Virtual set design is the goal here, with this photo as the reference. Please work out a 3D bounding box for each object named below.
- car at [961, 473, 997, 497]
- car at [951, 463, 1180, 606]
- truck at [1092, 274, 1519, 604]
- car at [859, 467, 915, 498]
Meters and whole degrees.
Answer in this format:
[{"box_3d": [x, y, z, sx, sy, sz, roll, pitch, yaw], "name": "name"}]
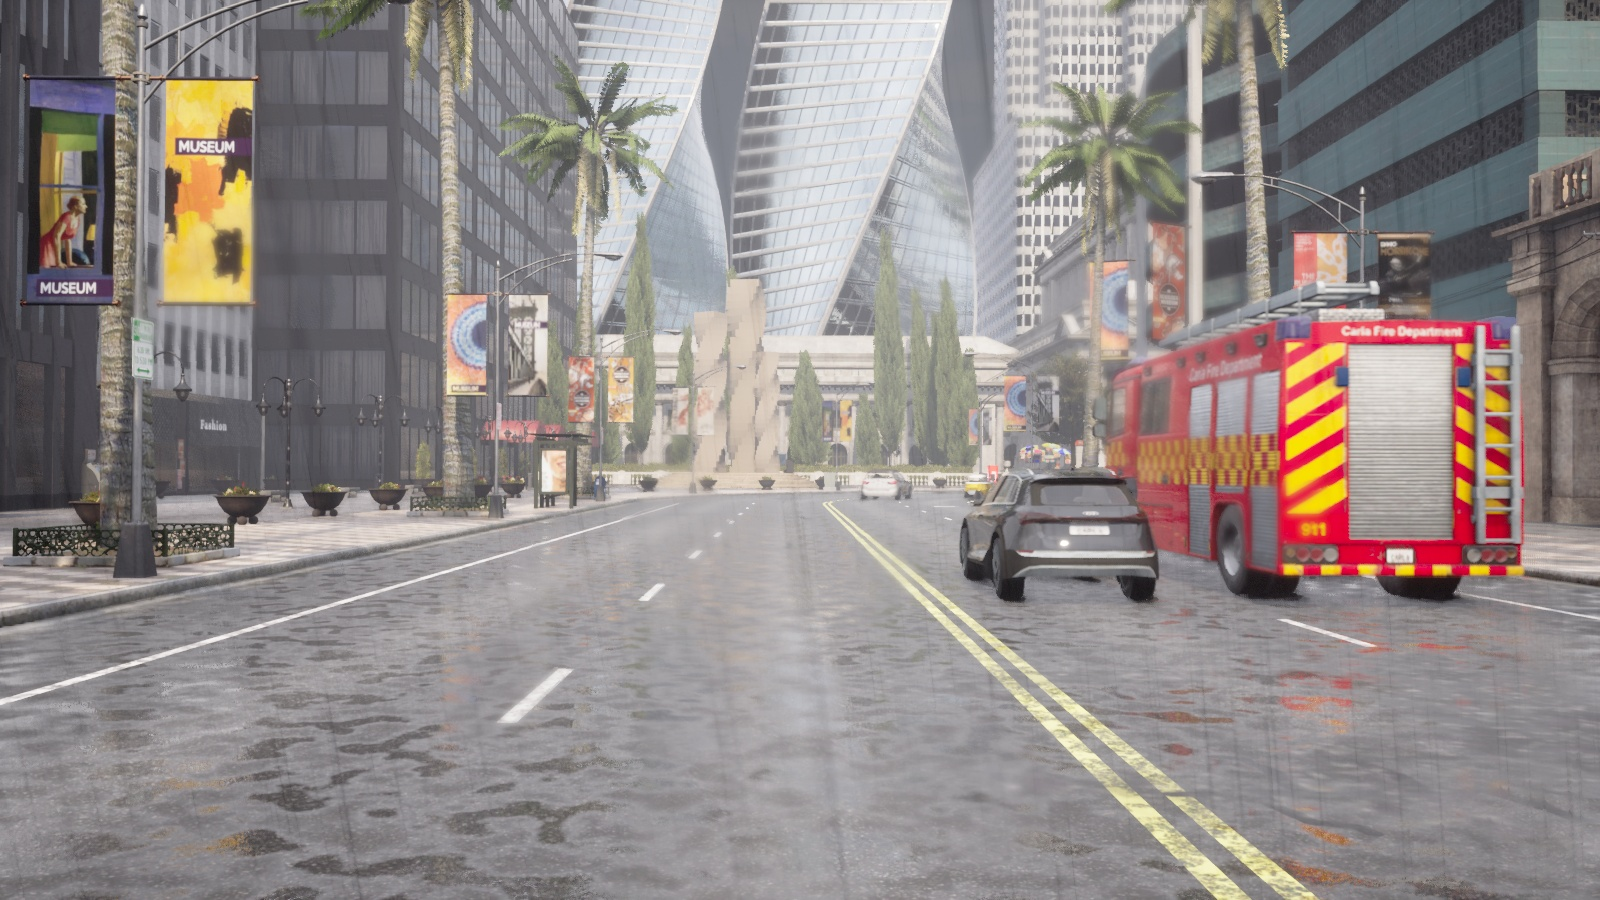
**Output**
[{"box_3d": [10.685, 2.083, 75.030, 1.481, 1.376, 2.207, -1, -1, 27], "name": "car"}, {"box_3d": [3.370, 1.016, 17.002, 2.033, 1.649, 4.856, 0, -1, 0], "name": "car"}, {"box_3d": [6.851, -0.062, 18.816, 2.891, 3.827, 8.468, 0, -1, 0], "name": "truck"}, {"box_3d": [4.930, 1.822, 70.603, 2.242, 1.667, 4.611, -1, -1, 16], "name": "car"}]
